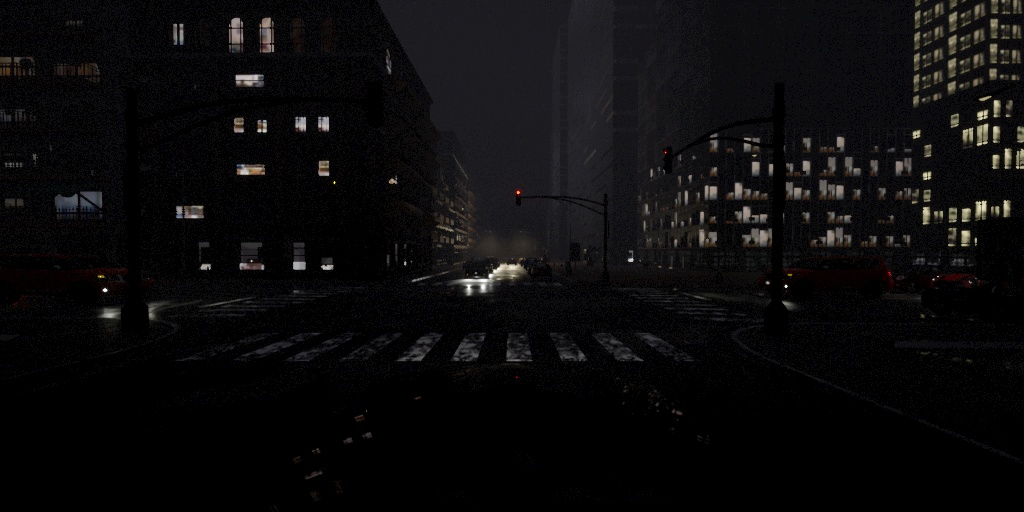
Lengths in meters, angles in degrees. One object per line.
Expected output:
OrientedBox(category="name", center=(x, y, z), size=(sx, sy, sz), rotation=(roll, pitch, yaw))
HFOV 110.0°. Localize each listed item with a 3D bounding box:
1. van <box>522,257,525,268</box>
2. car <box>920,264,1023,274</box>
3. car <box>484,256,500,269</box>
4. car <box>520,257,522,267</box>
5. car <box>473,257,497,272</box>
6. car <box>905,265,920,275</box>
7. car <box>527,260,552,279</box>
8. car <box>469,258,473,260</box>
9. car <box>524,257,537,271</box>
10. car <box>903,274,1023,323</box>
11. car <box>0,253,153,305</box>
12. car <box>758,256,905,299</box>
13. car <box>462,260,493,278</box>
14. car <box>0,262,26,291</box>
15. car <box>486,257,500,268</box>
OrientedBox(category="van", center=(2.620, 1.045, 49.415), size=(1.690, 1.789, 3.998), rotation=(0, 0, 0))
OrientedBox(category="car", center=(24.093, 1.189, 17.990), size=(4.553, 1.767, 2.097), rotation=(0, 1, 1))
OrientedBox(category="car", center=(-3.123, 1.054, 50.791), size=(2.097, 1.767, 4.553), rotation=(0, 0, 0))
OrientedBox(category="car", center=(2.615, 1.240, 55.061), size=(1.888, 1.381, 4.507), rotation=(0, 0, 0))
OrientedBox(category="car", center=(-3.129, 1.220, 41.554), size=(1.837, 1.490, 4.892), rotation=(0, 0, 0))
OrientedBox(category="car", center=(23.359, 1.230, 20.734), size=(4.097, 1.591, 1.967), rotation=(0, 0, 1))
OrientedBox(category="car", center=(2.633, 1.272, 32.477), size=(1.888, 1.381, 4.507), rotation=(0, 0, 0))
OrientedBox(category="car", center=(-5.729, 1.270, 49.375), size=(1.948, 1.339, 4.313), rotation=(0, 0, 0))
OrientedBox(category="car", center=(2.628, 1.159, 38.123), size=(1.967, 1.591, 4.097), rotation=(0, 0, 0))
OrientedBox(category="car", center=(16.706, 1.445, 12.181), size=(4.403, 1.370, 2.007), rotation=(0, 0, 1))
OrientedBox(category="car", center=(-18.851, 0.911, 15.342), size=(5.566, 2.045, 2.150), rotation=(0, 1, 1))
OrientedBox(category="car", center=(15.701, 1.020, 18.098), size=(5.566, 2.045, 2.150), rotation=(0, 1, 1))
OrientedBox(category="car", center=(-3.115, 1.290, 32.816), size=(1.994, 1.385, 4.181), rotation=(0, 0, 0))
OrientedBox(category="car", center=(-29.186, 1.084, 18.681), size=(4.902, 1.511, 2.128), rotation=(0, 1, 1))
OrientedBox(category="car", center=(-3.107, 1.037, 60.698), size=(2.097, 1.767, 4.553), rotation=(0, 0, 0))
